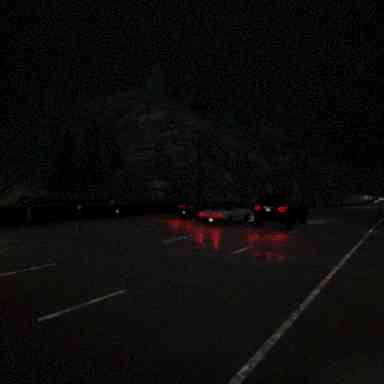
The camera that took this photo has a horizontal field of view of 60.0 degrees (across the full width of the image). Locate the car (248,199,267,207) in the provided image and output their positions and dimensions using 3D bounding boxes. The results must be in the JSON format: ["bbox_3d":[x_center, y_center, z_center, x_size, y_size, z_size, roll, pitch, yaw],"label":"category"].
[{"bbox_3d":[12.933,2.214,65.471,1.882,1.535,5.008,1,-1,33],"label":"car"}]

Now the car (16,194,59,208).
[{"bbox_3d":[-17.394,1.018,37.738,1.812,1.442,4.674,1,1,33],"label":"car"}]

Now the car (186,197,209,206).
[{"bbox_3d":[0.994,1.742,59.812,1.837,1.490,4.892,1,-2,33],"label":"car"}]

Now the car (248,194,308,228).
[{"bbox_3d":[5.943,1.152,21.873,2.150,2.045,5.566,1,1,33],"label":"car"}]

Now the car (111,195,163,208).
[{"bbox_3d":[-5.872,1.232,36.250,2.033,1.411,5.357,1,0,33],"label":"car"}]

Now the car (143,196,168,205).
[{"bbox_3d":[-6.059,1.485,55.350,1.994,1.385,4.181,1,-1,33],"label":"car"}]

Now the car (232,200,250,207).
[{"bbox_3d":[9.948,2.274,67.302,1.895,1.301,4.718,1,-1,33],"label":"car"}]

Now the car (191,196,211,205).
[{"bbox_3d":[1.873,1.777,67.658,2.097,1.767,4.553,1,-1,33],"label":"car"}]

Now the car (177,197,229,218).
[{"bbox_3d":[0.722,1.318,26.707,2.128,1.511,4.902,1,1,33],"label":"car"}]

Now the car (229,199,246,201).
[{"bbox_3d":[6.798,1.907,55.930,1.994,1.385,4.181,1,-1,33],"label":"car"}]

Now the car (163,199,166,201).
[{"bbox_3d":[-5.163,1.381,43.810,1.895,1.301,4.718,1,-1,33],"label":"car"}]

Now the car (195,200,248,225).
[{"bbox_3d":[2.413,1.474,22.863,1.895,1.301,4.718,1,0,33],"label":"car"}]

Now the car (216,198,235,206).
[{"bbox_3d":[7.021,2.100,69.217,1.882,1.535,5.008,1,-1,33],"label":"car"}]

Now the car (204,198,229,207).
[{"bbox_3d":[4.331,1.864,58.535,2.033,1.411,5.357,1,-1,33],"label":"car"}]
